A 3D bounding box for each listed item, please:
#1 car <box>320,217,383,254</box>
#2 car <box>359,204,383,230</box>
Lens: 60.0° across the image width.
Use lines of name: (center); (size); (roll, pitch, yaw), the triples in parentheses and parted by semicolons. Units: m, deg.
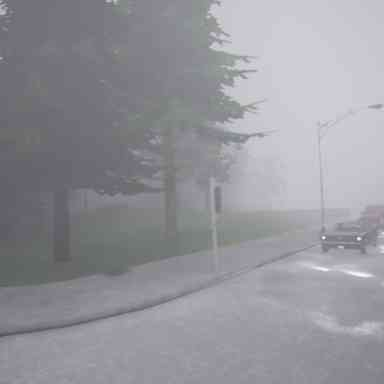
car: (7.755, 2.132, 16.231); (1.895, 1.301, 4.718); (-4, -3, 36)
car: (13.902, 1.950, 24.633); (2.150, 2.045, 5.566); (-4, -3, 36)
